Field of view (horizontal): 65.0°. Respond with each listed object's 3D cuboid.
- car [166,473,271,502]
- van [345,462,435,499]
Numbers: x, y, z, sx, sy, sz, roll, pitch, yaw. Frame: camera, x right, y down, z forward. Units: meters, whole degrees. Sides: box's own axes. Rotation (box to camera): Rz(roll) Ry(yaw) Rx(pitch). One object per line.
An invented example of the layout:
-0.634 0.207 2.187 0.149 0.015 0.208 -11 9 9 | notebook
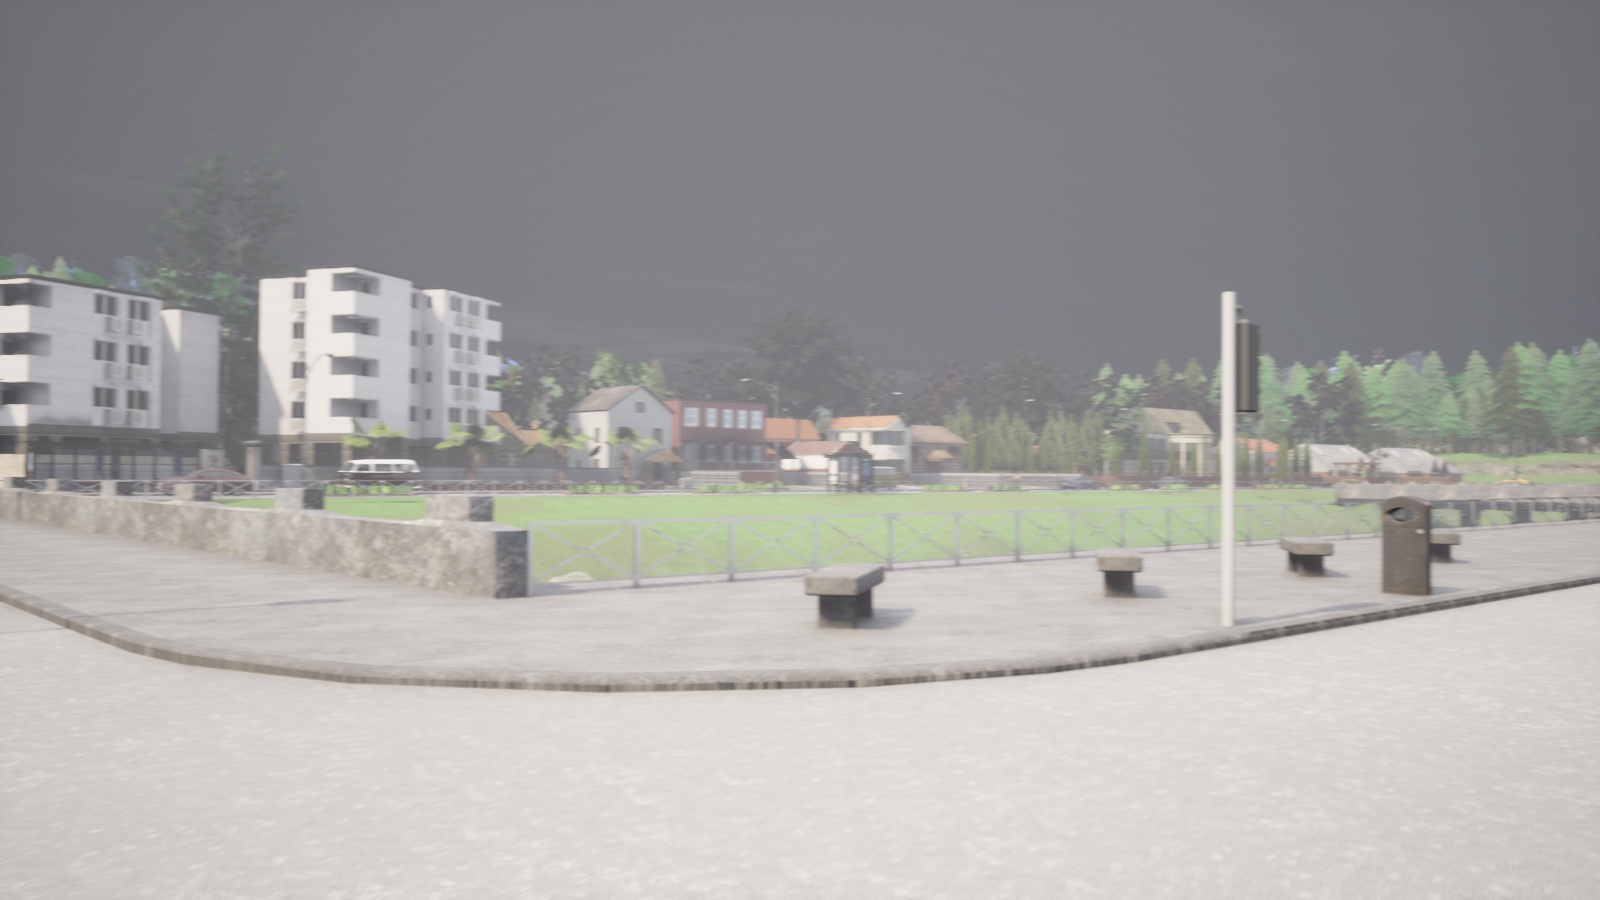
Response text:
-30.549 1.947 65.998 4.674 1.442 1.812 1 -1 -42 | car
-23.561 1.750 72.226 4.480 2.038 2.069 1 -1 -42 | van
